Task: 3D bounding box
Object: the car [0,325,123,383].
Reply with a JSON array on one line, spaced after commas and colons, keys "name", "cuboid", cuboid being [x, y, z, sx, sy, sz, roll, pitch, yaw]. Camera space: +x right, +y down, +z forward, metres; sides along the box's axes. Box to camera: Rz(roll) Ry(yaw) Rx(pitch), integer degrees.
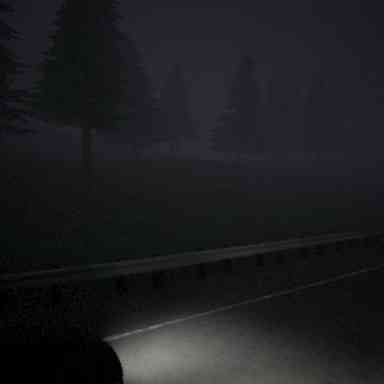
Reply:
[{"name": "car", "cuboid": [-2.668, 1.520, 1.875, 4.674, 1.442, 1.812, 0, 0, -35]}]
